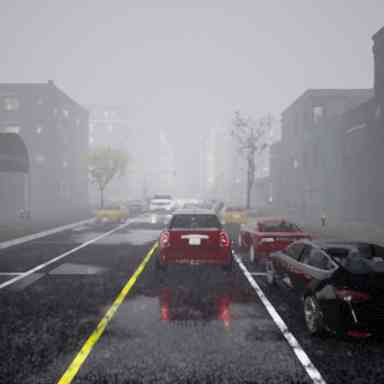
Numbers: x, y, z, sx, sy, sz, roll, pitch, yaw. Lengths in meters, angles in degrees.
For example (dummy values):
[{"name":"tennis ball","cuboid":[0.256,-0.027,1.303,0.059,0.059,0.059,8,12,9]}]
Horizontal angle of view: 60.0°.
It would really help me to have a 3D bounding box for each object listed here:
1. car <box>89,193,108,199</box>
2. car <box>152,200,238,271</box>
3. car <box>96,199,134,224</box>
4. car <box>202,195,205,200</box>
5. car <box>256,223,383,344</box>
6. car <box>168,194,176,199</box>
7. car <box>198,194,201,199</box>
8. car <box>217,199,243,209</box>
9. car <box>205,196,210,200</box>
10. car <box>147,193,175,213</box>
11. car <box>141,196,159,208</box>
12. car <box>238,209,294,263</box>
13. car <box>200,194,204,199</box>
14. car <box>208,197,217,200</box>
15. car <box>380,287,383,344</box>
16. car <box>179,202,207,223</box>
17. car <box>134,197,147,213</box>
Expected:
[{"name":"car","cuboid":[-19.991,1.006,69.952,4.507,1.381,1.887,1,-1,-1]},{"name":"car","cuboid":[0.082,1.324,10.936,2.097,1.767,4.553,0,0,0]},{"name":"car","cuboid":[-5.750,1.465,24.458,1.752,1.417,4.829,1,0,0]},{"name":"car","cuboid":[2.831,1.470,47.613,1.802,1.307,4.206,0,0,0]},{"name":"car","cuboid":[2.698,1.549,6.382,1.947,1.339,4.313,0,0,0]},{"name":"car","cuboid":[-5.767,1.347,95.308,1.887,1.381,4.507,0,0,0]},{"name":"car","cuboid":[2.816,1.243,94.085,1.967,1.590,4.097,0,0,0]},{"name":"car","cuboid":[2.760,1.468,22.845,1.752,1.417,4.829,0,0,0]},{"name":"car","cuboid":[2.830,1.473,38.611,1.947,1.339,4.313,0,0,0]},{"name":"car","cuboid":[-3.096,1.135,35.219,2.150,2.045,5.566,0,0,0]},{"name":"car","cuboid":[-5.808,1.330,46.513,1.967,1.590,4.097,0,0,0]},{"name":"car","cuboid":[2.706,1.515,11.609,1.887,1.381,4.507,0,0,0]},{"name":"car","cuboid":[2.831,1.414,56.615,1.887,1.381,4.507,0,0,0]},{"name":"car","cuboid":[2.801,1.474,31.066,2.008,1.369,4.403,0,0,0]},{"name":"car","cuboid":[2.698,1.563,0.849,1.947,1.339,4.313,0,0,0]},{"name":"car","cuboid":[0.084,1.537,25.585,1.895,1.301,4.718,0,0,0]},{"name":"car","cuboid":[-5.803,1.464,35.694,2.008,1.369,4.403,0,0,0]}]
